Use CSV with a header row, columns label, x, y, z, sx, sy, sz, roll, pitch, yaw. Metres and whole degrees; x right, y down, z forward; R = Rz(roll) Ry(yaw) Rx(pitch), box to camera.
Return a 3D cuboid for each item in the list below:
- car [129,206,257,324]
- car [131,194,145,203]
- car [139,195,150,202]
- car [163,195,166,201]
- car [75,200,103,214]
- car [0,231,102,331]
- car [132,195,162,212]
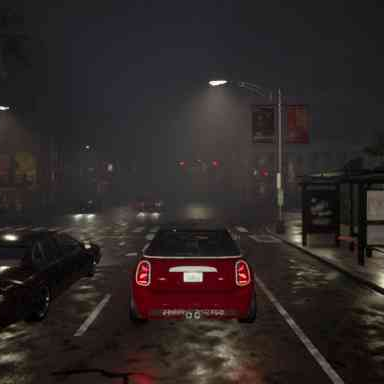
label,x,y,z,sx,sy,sz,roll,pitch,yaw
car,0.006,1.352,7.336,2.097,1.767,4.553,0,0,0
car,-11.250,1.355,69.390,2.097,1.767,4.553,0,0,-1
car,-11.358,1.525,79.597,2.128,1.511,4.902,0,0,-1
car,-7.869,1.478,80.104,1.882,1.535,5.008,0,0,-1
car,-10.973,1.564,35.541,1.994,1.385,4.181,0,0,-1
car,-3.493,1.547,7.129,2.033,1.411,5.357,0,0,0
car,-5.505,1.352,38.663,2.097,1.767,4.553,0,0,-25
